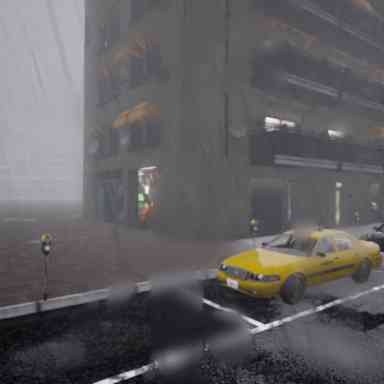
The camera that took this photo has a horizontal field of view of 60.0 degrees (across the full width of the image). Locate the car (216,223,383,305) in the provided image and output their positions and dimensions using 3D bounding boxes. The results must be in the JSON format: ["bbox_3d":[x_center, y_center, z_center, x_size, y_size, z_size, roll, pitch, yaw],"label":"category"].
[{"bbox_3d":[2.778,1.510,8.067,4.829,1.417,1.752,0,1,-35],"label":"car"}]
